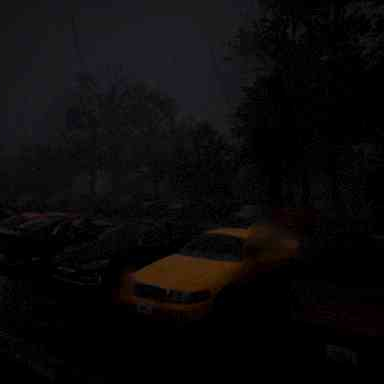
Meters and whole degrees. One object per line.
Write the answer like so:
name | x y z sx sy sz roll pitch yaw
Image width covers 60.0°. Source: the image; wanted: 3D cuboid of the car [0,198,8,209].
car | -27.467 1.539 43.995 2.097 1.535 5.008 -1 0 36

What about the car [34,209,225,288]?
car | -1.320 1.466 9.154 2.231 1.521 4.892 0 0 36

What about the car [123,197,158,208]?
car | -2.623 1.406 26.172 2.097 1.535 5.008 0 0 36

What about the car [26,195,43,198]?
car | -13.855 1.359 34.243 2.097 1.535 5.008 -1 0 36

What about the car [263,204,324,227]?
car | 6.380 1.465 19.713 2.097 1.535 5.008 0 0 36

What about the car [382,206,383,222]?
car | 10.871 1.243 16.464 2.435 2.045 5.566 0 0 36

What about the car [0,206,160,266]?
car | -3.583 1.451 10.762 2.231 1.521 4.892 0 0 36

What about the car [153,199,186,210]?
car | -0.370 1.461 24.559 2.002 1.452 4.674 0 0 36

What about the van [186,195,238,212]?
van | 1.849 1.209 23.114 1.878 1.987 4.442 0 0 36

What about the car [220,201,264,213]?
car | 4.033 1.490 21.407 2.002 1.452 4.674 0 0 36

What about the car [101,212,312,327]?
car | 0.823 1.477 7.380 1.946 1.575 5.366 0 0 36

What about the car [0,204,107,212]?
car | -5.944 1.432 12.235 1.946 1.575 5.366 0 0 36

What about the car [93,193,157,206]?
car | -4.988 1.139 27.840 2.435 2.045 5.566 0 0 36

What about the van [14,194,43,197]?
van | -16.179 1.163 35.760 1.878 1.987 4.442 -1 0 36

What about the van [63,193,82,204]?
van | -9.304 1.136 31.114 1.878 1.987 4.442 0 0 36

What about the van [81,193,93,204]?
van | -7.154 1.150 29.573 1.878 1.987 4.442 0 0 36

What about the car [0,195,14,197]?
car | -18.466 1.416 37.317 1.946 1.575 5.366 -1 0 36

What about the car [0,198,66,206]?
car | -8.109 1.295 13.978 2.185 1.767 4.553 0 0 36

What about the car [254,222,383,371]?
car | 3.170 1.524 5.889 2.163 1.488 4.792 0 0 36

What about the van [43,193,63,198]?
van | -11.798 1.120 32.617 1.878 1.987 4.442 0 0 36
